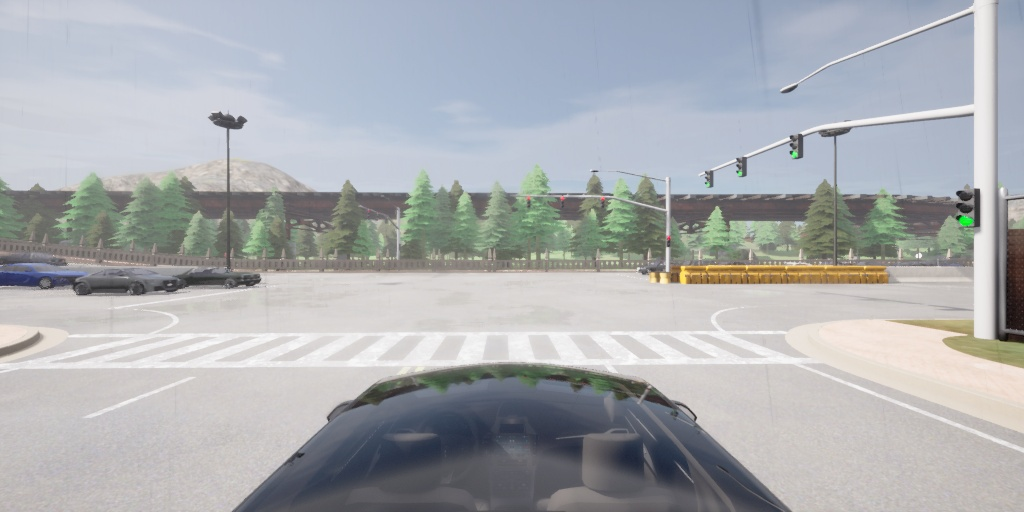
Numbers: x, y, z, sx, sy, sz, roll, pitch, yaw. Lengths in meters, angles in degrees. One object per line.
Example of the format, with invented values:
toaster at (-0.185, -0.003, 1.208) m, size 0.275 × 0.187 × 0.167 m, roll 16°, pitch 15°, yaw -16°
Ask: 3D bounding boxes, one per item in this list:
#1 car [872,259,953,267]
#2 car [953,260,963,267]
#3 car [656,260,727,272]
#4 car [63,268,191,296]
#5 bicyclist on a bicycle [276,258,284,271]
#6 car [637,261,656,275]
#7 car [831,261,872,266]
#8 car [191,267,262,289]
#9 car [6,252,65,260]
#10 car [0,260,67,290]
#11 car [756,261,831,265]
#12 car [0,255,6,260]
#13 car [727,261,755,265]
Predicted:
car at (34.420, 1.254, 31.041) m, size 4.892 × 1.490 × 1.837 m, roll 0°, pitch 0°, yaw -2°
car at (40.635, 1.103, 34.723) m, size 4.553 × 1.767 × 2.097 m, roll 0°, pitch 0°, yaw -2°
car at (15.188, 1.102, 30.453) m, size 4.553 × 1.767 × 2.097 m, roll 0°, pitch 0°, yaw -2°
car at (-19.865, 1.310, 18.665) m, size 4.181 × 1.385 × 1.994 m, roll 0°, pitch 0°, yaw -2°
bicyclist on a bicycle at (-28.446, 1.041, 43.896) m, size 0.582 × 1.620 × 1.656 m, roll 0°, pitch 0°, yaw -2°
car at (15.582, 1.241, 37.468) m, size 4.902 × 1.511 × 2.128 m, roll 0°, pitch 0°, yaw -2°
car at (30.820, 1.241, 34.434) m, size 4.902 × 1.511 × 2.128 m, roll 0°, pitch 0°, yaw -2°
car at (-18.364, 1.348, 22.211) m, size 4.718 × 1.301 × 1.895 m, roll 0°, pitch 0°, yaw -2°
car at (-47.803, 0.304, 35.578) m, size 5.357 × 1.411 × 2.033 m, roll 5°, pitch 0°, yaw -3°
car at (-29.009, 1.199, 21.886) m, size 5.008 × 1.535 × 1.882 m, roll 1°, pitch 0°, yaw -2°
car at (24.017, 1.276, 30.708) m, size 4.674 × 1.442 × 1.812 m, roll 0°, pitch 0°, yaw -2°
car at (-49.425, 0.073, 32.025) m, size 5.008 × 1.535 × 1.882 m, roll 5°, pitch 0°, yaw -1°
car at (20.523, 1.255, 34.119) m, size 4.892 × 1.490 × 1.837 m, roll 0°, pitch 0°, yaw -2°
